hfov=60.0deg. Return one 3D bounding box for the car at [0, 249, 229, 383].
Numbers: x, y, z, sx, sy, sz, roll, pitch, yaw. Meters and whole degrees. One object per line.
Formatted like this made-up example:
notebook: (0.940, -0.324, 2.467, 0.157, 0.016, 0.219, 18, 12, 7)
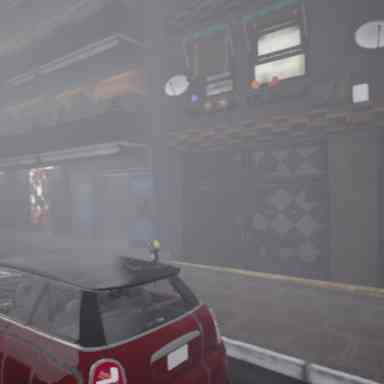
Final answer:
car: (-1.701, 1.419, 3.967, 4.097, 1.590, 1.967, 0, -1, 36)
